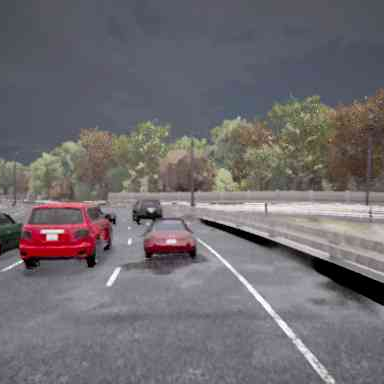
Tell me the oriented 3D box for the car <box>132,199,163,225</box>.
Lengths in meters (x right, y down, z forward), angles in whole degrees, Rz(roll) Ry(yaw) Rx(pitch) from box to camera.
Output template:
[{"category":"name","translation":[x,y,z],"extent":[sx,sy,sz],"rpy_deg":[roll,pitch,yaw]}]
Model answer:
[{"category":"car","translation":[-3.837,1.611,28.413],"extent":[2.150,2.045,5.566],"rpy_deg":[0,-1,-15]}]

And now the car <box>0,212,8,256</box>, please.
[{"category":"car","translation":[-7.899,1.552,12.873],"extent":[2.097,1.767,4.553],"rpy_deg":[0,-1,-7]}]

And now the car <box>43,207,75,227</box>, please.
[{"category":"car","translation":[-10.776,2.001,27.277],"extent":[1.895,1.301,4.718],"rpy_deg":[0,-1,-15]}]

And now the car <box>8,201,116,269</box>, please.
[{"category":"car","translation":[-4.276,1.400,12.124],"extent":[2.150,2.045,5.566],"rpy_deg":[0,0,-7]}]

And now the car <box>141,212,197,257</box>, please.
[{"category":"car","translation":[-0.971,1.751,13.846],"extent":[1.994,1.385,4.181],"rpy_deg":[0,-1,-7]}]
